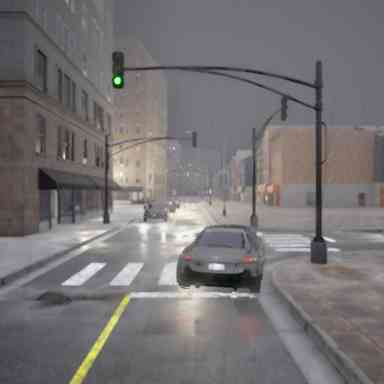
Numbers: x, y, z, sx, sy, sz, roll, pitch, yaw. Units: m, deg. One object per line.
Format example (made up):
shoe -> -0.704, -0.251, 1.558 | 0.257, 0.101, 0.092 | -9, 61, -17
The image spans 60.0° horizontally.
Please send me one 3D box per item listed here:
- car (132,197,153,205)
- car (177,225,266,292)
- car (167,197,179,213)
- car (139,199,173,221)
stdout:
car -> -8.985, 1.690, 62.981 | 4.674, 1.442, 1.812 | 0, 0, 9
car -> 0.962, 1.579, 9.115 | 1.994, 1.385, 4.181 | 0, 0, 13
car -> -2.836, 1.634, 37.332 | 1.994, 1.385, 4.181 | 0, 0, 0
car -> -2.848, 1.555, 27.411 | 1.837, 1.490, 4.892 | 0, 0, 0
